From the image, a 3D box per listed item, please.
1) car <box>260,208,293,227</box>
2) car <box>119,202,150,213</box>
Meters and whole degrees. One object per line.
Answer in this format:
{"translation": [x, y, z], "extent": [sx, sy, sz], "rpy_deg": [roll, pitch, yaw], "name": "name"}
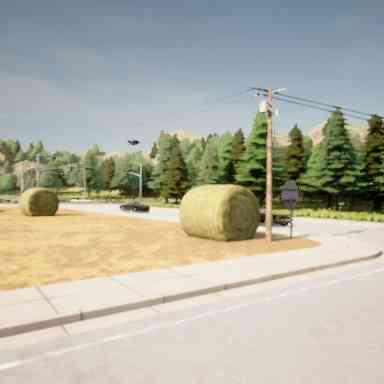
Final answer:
{"translation": [5.093, 1.841, 24.827], "extent": [1.895, 1.301, 4.718], "rpy_deg": [1, 0, -38], "name": "car"}
{"translation": [-6.895, 1.830, 40.046], "extent": [1.895, 1.301, 4.718], "rpy_deg": [1, 0, -38], "name": "car"}
